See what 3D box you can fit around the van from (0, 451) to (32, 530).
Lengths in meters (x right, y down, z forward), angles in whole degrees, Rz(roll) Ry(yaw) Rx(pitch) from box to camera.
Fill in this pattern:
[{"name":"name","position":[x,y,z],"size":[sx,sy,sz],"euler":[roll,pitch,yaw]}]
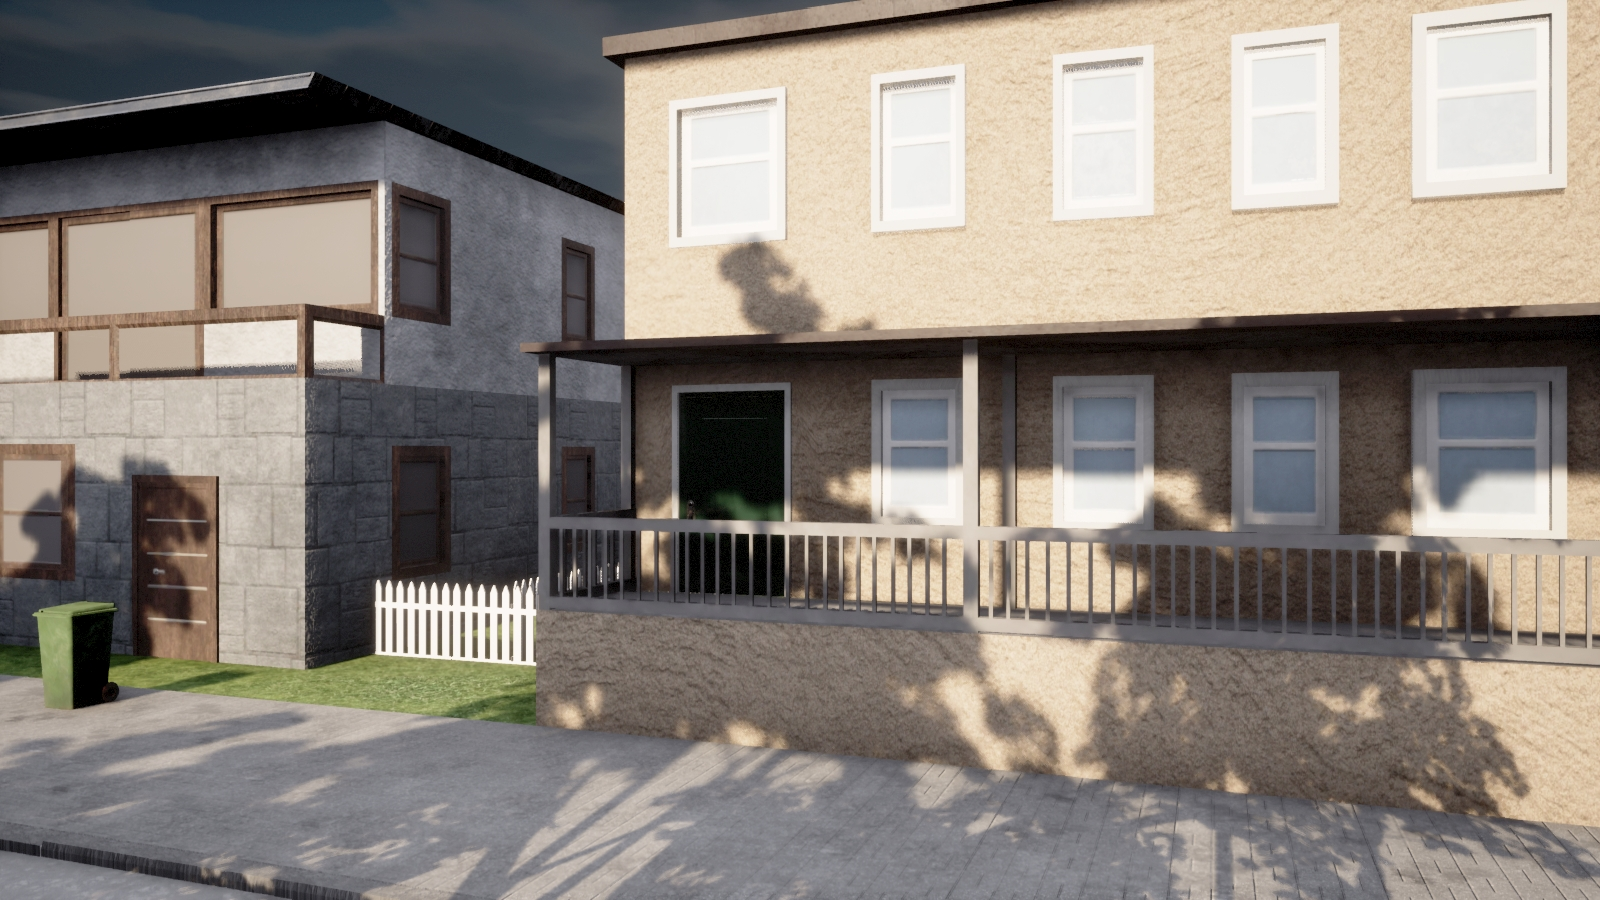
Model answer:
[{"name":"van","position":[-27.753,1.329,35.973],"size":[1.988,2.561,5.915],"euler":[0,0,20]}]
